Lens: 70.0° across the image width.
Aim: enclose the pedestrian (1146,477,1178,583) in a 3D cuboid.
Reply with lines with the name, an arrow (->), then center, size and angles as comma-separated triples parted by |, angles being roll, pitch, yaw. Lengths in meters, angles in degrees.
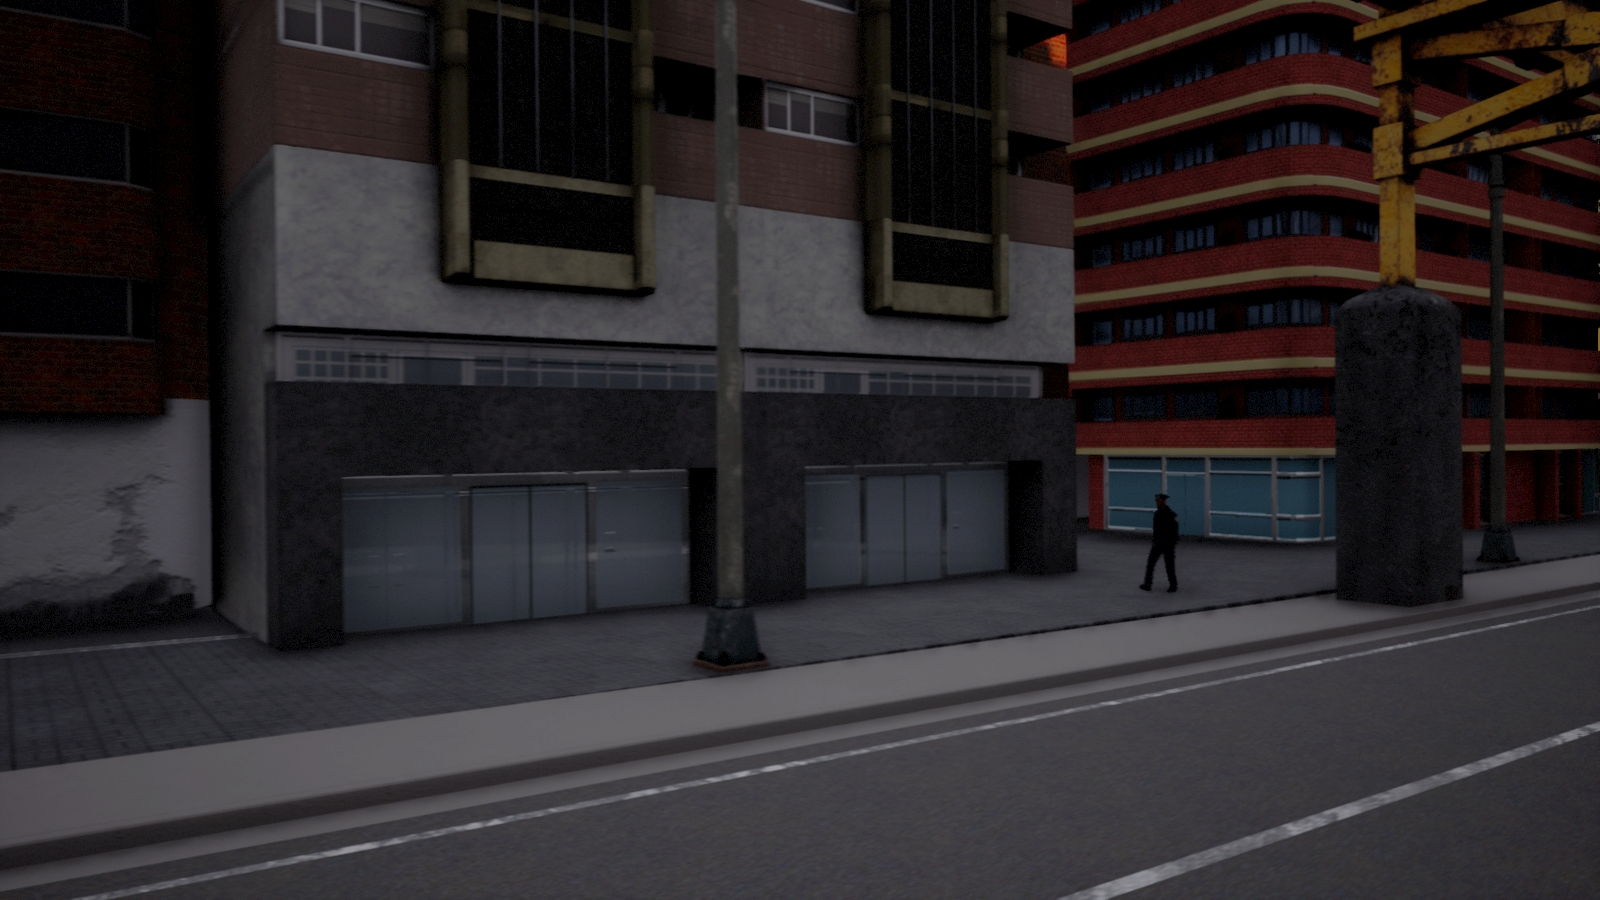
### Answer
pedestrian -> 6.470, 1.424, 20.417 | 0.375, 1.860, 0.375 | -1, 0, -35
